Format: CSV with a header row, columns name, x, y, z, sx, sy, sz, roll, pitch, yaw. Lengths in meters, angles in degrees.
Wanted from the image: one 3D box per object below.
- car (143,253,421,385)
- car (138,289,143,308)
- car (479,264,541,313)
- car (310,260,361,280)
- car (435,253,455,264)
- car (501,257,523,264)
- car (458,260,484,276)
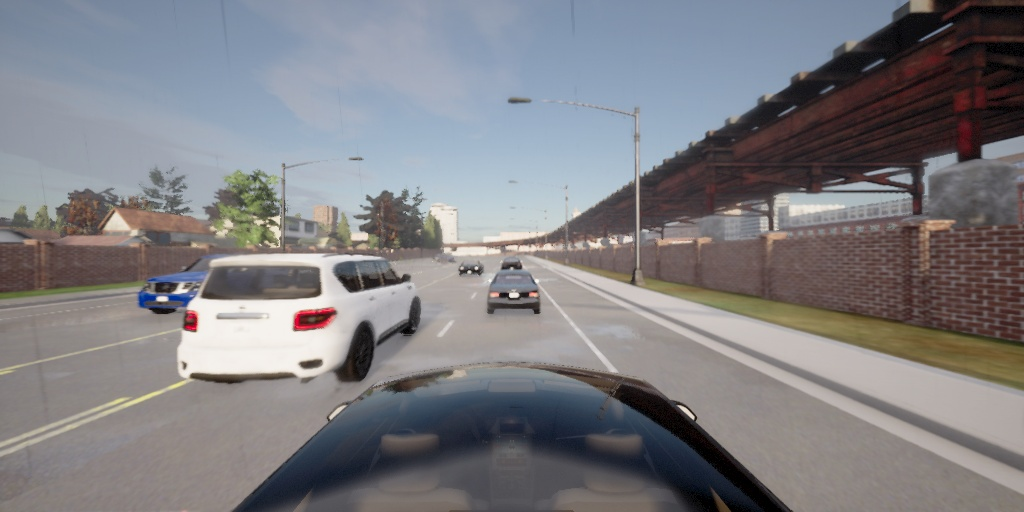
name,x,y,z,sx,sy,sz,roll,pitch,yaw
car,-3.429,0.959,7.165,2.150,2.045,5.566,0,1,-1
car,-10.633,0.918,13.652,2.150,2.045,5.566,0,1,0
car,0.061,1.225,13.540,2.033,1.411,5.357,0,1,0
car,-14.187,1.069,29.159,1.895,1.301,4.718,0,1,0
car,-10.728,0.305,58.784,2.097,1.767,4.553,0,1,0
car,-0.005,0.851,33.124,1.882,1.535,5.008,0,1,0
car,-3.499,1.005,31.693,1.895,1.301,4.718,0,1,0
